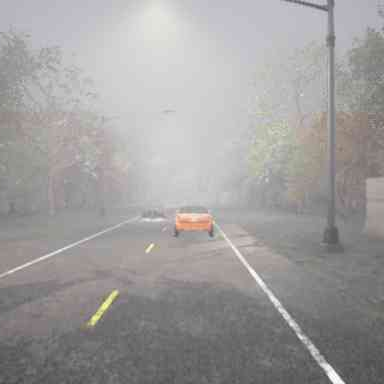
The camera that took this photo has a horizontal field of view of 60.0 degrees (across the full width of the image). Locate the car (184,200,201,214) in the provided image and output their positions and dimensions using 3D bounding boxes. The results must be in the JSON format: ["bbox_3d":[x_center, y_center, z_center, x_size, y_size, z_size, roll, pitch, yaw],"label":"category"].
[{"bbox_3d":[0.099,1.717,39.643,1.882,1.535,5.008,0,0,0],"label":"car"}]

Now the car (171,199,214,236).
[{"bbox_3d":[0.100,1.481,19.502,2.097,1.767,4.553,0,0,0],"label":"car"}]

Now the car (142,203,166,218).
[{"bbox_3d":[-3.592,1.758,31.973,1.994,1.385,4.181,0,0,0],"label":"car"}]

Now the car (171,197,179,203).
[{"bbox_3d":[-3.504,1.870,72.513,2.128,1.511,4.902,0,0,0],"label":"car"}]
